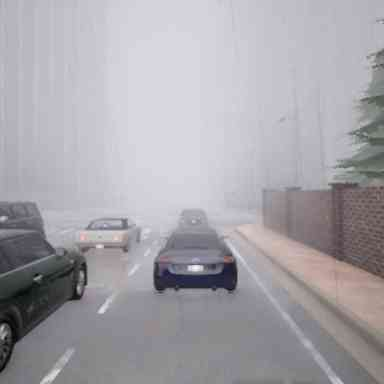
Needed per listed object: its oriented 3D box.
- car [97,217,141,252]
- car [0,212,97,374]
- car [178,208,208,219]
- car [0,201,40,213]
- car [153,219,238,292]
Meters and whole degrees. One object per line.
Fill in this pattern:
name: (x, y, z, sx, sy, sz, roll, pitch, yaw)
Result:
car: (-3.409, 1.753, 14.533, 1.895, 1.301, 4.718, 0, -1, 0)
car: (-3.408, 1.413, 5.760, 2.097, 1.767, 4.553, 0, -1, 0)
car: (0.088, 1.767, 21.478, 2.033, 1.411, 5.357, 0, 0, 0)
car: (-7.065, 1.342, 11.362, 2.150, 2.045, 5.566, 0, -1, 0)
car: (0.088, 1.661, 9.263, 1.994, 1.385, 4.181, 0, -1, 0)
